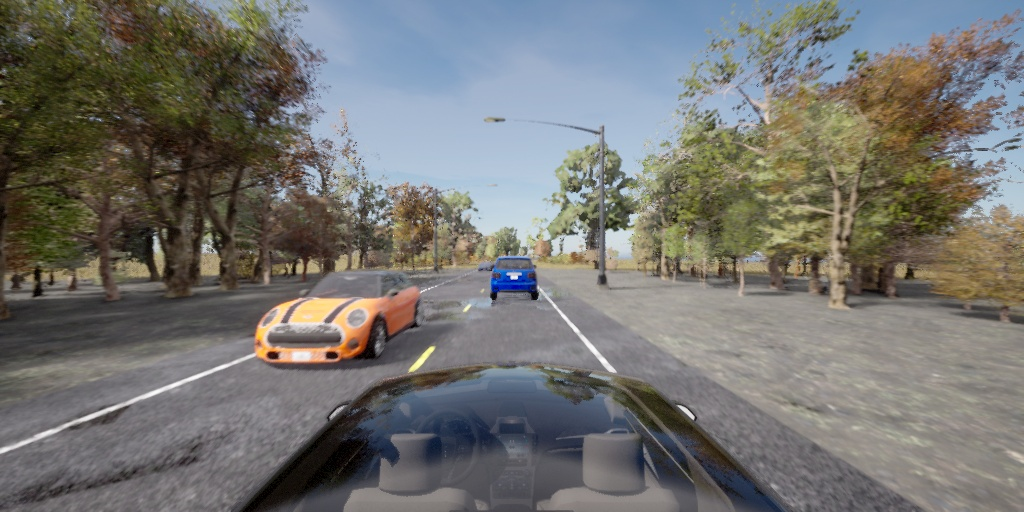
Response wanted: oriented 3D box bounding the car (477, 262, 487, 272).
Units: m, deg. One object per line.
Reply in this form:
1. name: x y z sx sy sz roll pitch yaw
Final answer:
1. car: -3.558 1.463 48.894 2.033 1.411 5.357 0 0 1

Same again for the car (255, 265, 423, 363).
1. car: -3.596 1.125 8.381 2.097 1.767 4.553 0 0 0

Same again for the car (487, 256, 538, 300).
1. car: 0.101 1.031 18.374 2.150 2.045 5.566 0 0 0
